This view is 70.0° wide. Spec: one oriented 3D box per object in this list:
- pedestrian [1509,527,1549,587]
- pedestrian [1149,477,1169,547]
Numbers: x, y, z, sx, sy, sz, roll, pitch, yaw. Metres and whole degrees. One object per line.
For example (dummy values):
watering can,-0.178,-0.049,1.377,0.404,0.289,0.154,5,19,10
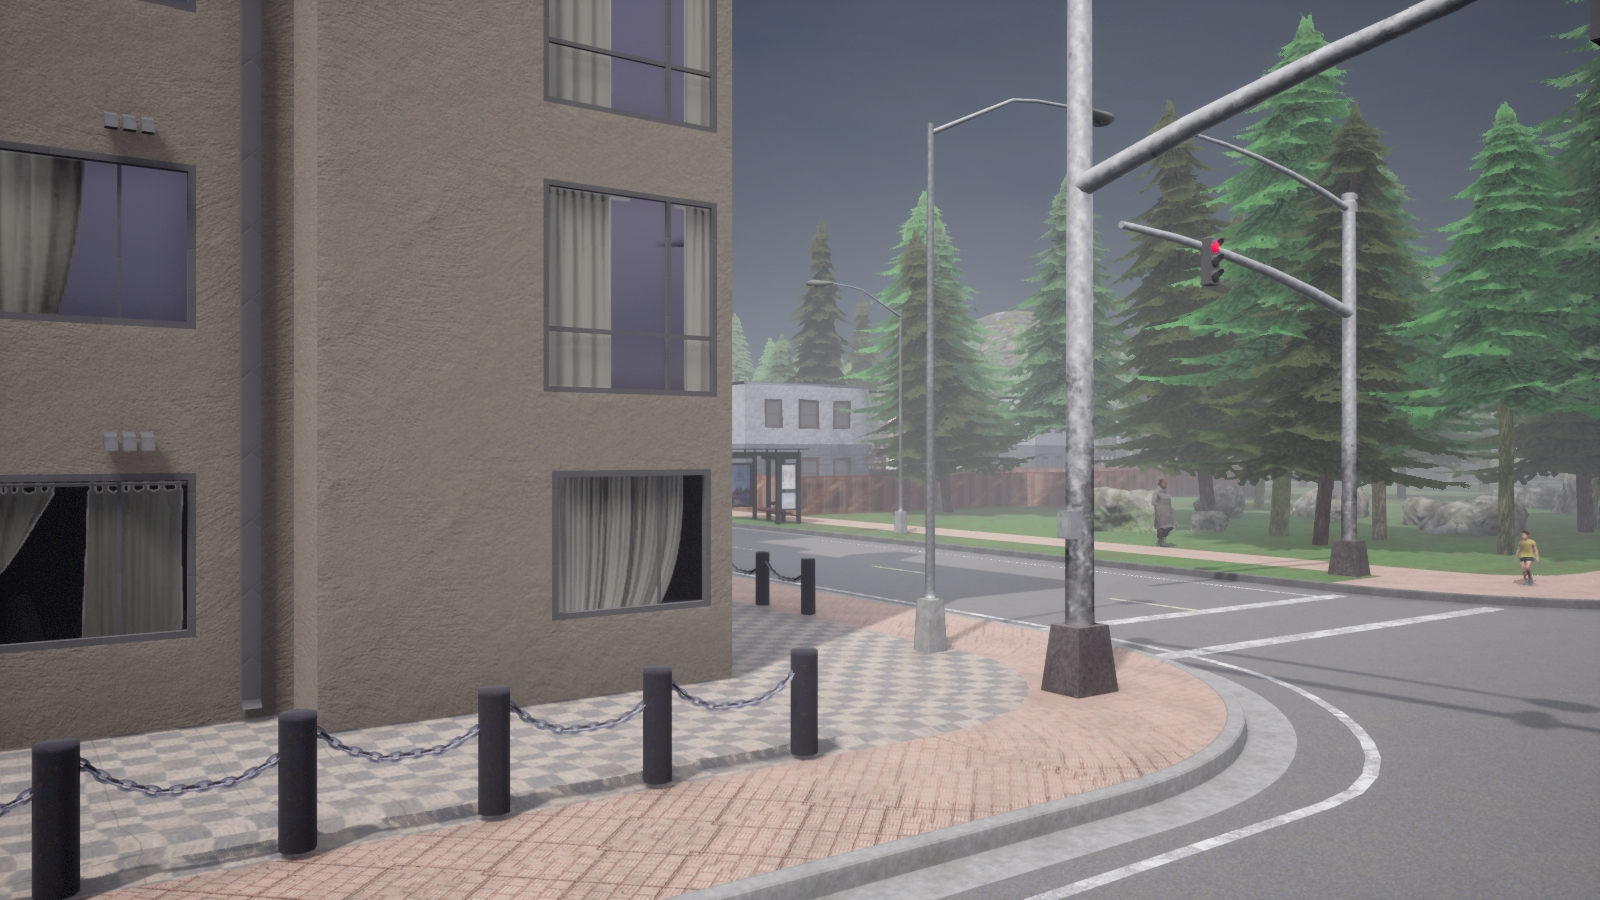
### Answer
pedestrian,14.085,2.054,22.090,0.500,1.100,0.500,0,0,-35
pedestrian,9.702,1.676,30.872,0.375,1.860,0.375,0,0,-34
